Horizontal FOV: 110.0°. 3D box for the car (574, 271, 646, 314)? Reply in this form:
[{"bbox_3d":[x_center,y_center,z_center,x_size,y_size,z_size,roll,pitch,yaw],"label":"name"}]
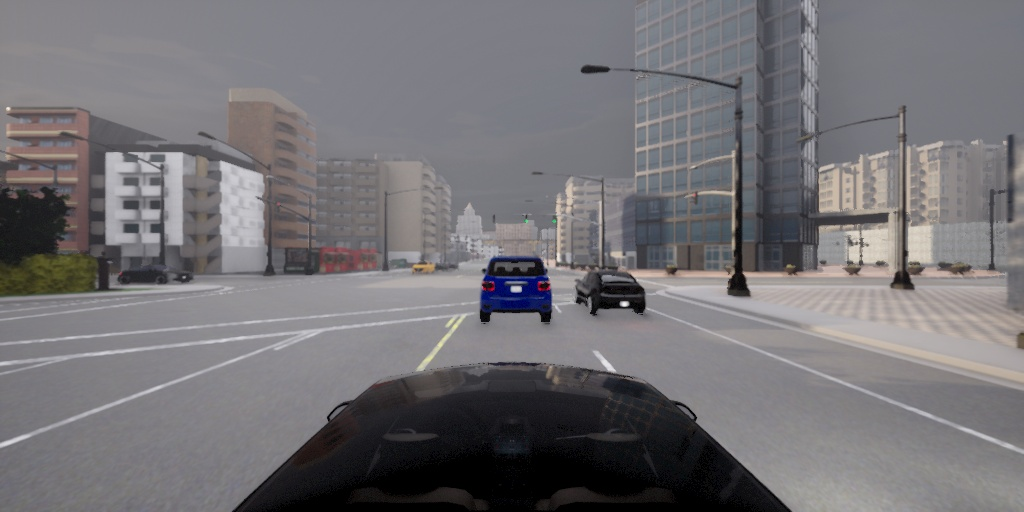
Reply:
[{"bbox_3d":[3.634,1.297,13.945,1.837,1.490,4.892,0,0,0],"label":"car"}]

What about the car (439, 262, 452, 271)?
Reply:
[{"bbox_3d":[-10.569,1.567,52.602,1.895,1.301,4.718,0,-1,0],"label":"car"}]

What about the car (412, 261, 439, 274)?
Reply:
[{"bbox_3d":[-10.573,1.343,43.172,1.882,1.535,5.008,0,0,0],"label":"car"}]

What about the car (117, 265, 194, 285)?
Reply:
[{"bbox_3d":[-25.640,1.342,25.901,4.181,1.385,1.994,0,0,1],"label":"car"}]

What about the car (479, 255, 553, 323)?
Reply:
[{"bbox_3d":[0.099,1.011,12.472,2.150,2.045,5.566,0,0,0],"label":"car"}]

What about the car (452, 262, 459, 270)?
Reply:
[{"bbox_3d":[-10.516,1.700,62.769,1.895,1.301,4.718,0,-1,0],"label":"car"}]
